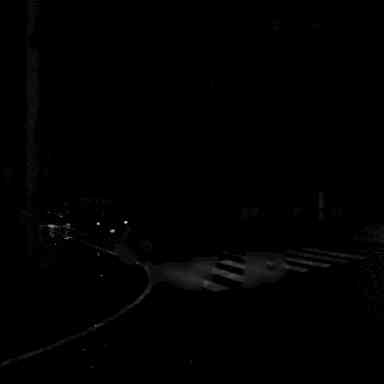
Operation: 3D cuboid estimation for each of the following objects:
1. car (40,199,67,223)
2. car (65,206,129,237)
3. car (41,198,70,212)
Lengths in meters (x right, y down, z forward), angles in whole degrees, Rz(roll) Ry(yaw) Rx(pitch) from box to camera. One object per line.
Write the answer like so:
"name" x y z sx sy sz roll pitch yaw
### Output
"car" -11.026 1.509 26.296 2.128 1.511 4.902 0 0 -36
"car" -5.214 1.619 18.271 1.895 1.301 4.718 0 0 -36
"car" -16.614 1.527 40.310 2.128 1.511 4.902 0 0 -36
